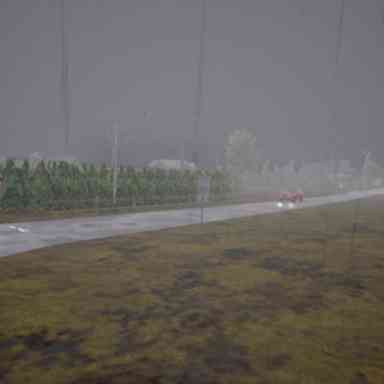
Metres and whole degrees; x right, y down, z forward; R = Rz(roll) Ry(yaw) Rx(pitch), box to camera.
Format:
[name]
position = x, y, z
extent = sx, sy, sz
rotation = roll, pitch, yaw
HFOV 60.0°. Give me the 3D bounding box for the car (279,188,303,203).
[car]
position = 14.781, 0.425, 49.344
extent = 2.150, 2.045, 5.566
rotation = 4, 3, 36
